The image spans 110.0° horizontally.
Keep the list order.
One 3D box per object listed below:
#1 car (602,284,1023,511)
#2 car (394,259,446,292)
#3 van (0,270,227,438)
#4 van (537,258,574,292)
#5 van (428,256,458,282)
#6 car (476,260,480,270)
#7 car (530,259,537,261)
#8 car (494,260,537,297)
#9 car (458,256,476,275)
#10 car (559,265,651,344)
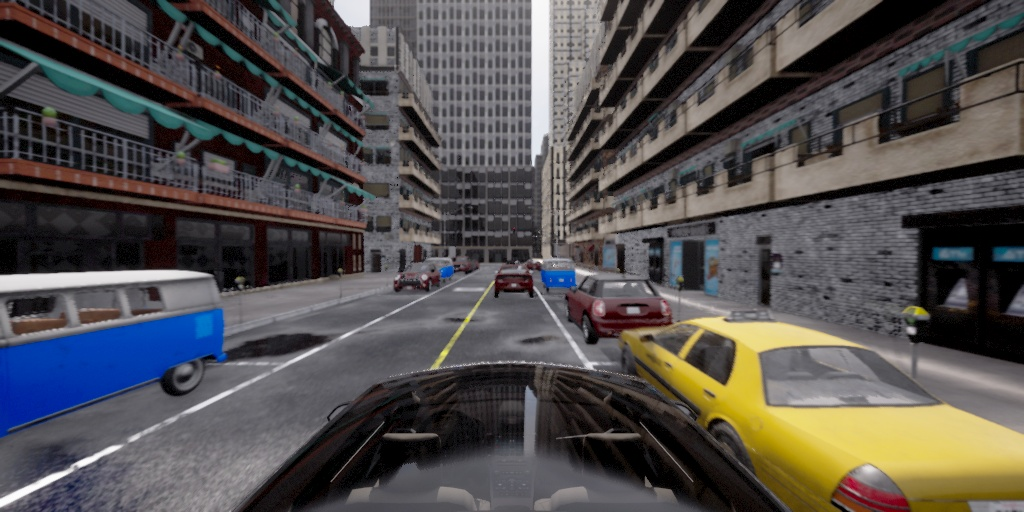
[{"bbox_3d":[2.565,1.268,4.128,1.751,1.417,4.829,0,0,0],"label":"car"},{"bbox_3d":[-5.315,1.130,20.586,1.967,1.591,4.097,0,0,0],"label":"car"},{"bbox_3d":[-5.316,1.085,3.939,1.690,1.789,3.998,0,0,0],"label":"van"},{"bbox_3d":[2.566,1.029,20.605,1.690,1.789,3.998,0,0,0],"label":"van"},{"bbox_3d":[-5.314,1.012,26.135,1.690,1.789,3.998,0,0,0],"label":"van"},{"bbox_3d":[-5.313,1.181,42.783,1.948,1.339,4.313,0,0,0],"label":"car"},{"bbox_3d":[2.568,1.159,42.801,1.888,1.381,4.507,0,0,0],"label":"car"},{"bbox_3d":[0.098,1.173,18.660,1.882,1.535,5.008,0,0,0],"label":"car"},{"bbox_3d":[-5.313,0.949,37.233,2.192,1.841,5.009,0,0,0],"label":"car"},{"bbox_3d":[2.565,1.165,9.506,1.967,1.591,4.097,0,0,0],"label":"car"}]
